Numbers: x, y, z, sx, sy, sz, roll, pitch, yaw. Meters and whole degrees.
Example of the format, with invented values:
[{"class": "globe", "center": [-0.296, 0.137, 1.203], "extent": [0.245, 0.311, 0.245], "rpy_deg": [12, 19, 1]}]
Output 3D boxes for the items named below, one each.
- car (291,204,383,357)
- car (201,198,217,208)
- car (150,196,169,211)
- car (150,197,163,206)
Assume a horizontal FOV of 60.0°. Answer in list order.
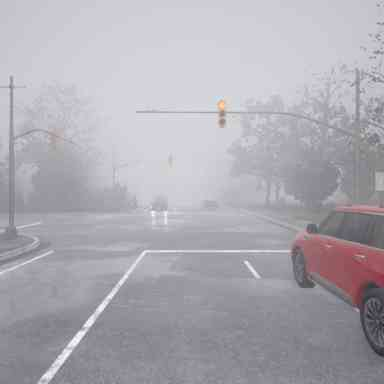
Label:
[{"class": "car", "center": [3.590, 1.221, 6.131], "extent": [2.150, 2.045, 5.566], "rpy_deg": [0, 0, 0]}, {"class": "car", "center": [2.590, 1.639, 50.683], "extent": [1.882, 1.535, 5.008], "rpy_deg": [0, -1, -5]}, {"class": "car", "center": [-4.075, 1.571, 42.521], "extent": [1.837, 1.490, 4.892], "rpy_deg": [0, -1, -3]}, {"class": "car", "center": [-7.417, 1.910, 68.911], "extent": [2.097, 1.767, 4.553], "rpy_deg": [0, -1, -13]}]
